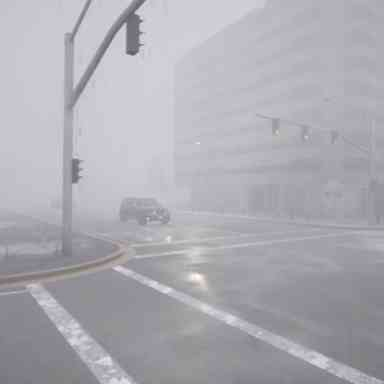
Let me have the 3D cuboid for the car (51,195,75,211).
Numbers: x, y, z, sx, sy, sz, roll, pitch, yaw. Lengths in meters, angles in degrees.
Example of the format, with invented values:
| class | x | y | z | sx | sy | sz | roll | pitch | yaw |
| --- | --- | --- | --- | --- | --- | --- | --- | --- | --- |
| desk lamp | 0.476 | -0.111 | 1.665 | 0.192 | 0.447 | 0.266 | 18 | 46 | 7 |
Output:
| class | x | y | z | sx | sy | sz | roll | pitch | yaw |
| --- | --- | --- | --- | --- | --- | --- | --- | --- | --- |
| car | -17.911 | 1.439 | 45.925 | 2.150 | 2.045 | 5.566 | 1 | -1 | -35 |

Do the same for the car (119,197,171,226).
| class | x | y | z | sx | sy | sz | roll | pitch | yaw |
| --- | --- | --- | --- | --- | --- | --- | --- | --- | --- |
| car | -3.802 | 1.434 | 25.917 | 2.150 | 2.045 | 5.566 | 1 | 0 | -35 |
